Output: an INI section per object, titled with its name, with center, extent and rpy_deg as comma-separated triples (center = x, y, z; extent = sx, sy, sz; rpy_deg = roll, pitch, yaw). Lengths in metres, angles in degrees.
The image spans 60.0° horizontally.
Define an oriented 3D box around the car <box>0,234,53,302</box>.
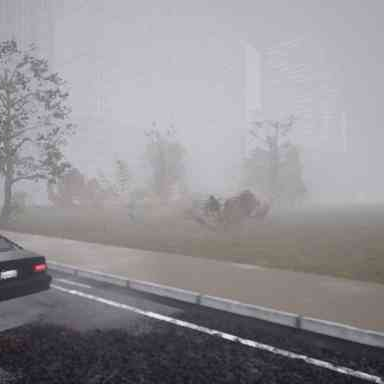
[car]
center = -5.346, 1.540, 7.490
extent = 5.357, 1.411, 2.033
rpy_deg = 0, 0, 36
